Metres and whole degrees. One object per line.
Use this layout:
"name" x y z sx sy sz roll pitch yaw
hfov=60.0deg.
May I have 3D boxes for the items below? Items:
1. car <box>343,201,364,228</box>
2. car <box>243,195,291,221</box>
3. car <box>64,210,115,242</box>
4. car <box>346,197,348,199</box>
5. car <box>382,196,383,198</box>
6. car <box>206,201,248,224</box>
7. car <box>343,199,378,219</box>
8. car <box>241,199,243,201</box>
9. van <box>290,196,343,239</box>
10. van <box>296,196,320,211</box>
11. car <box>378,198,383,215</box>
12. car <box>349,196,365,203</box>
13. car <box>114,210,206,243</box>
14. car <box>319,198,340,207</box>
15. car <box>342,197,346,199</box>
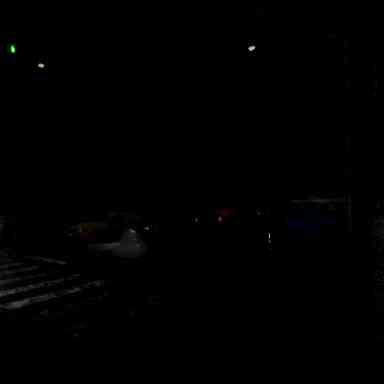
"car" 9.230 1.469 20.930 1.947 1.339 4.313 -2 -1 37
"car" 6.700 1.260 27.344 2.150 2.045 5.566 -2 -1 37
"car" -4.179 1.662 17.253 1.752 1.417 4.829 -2 -1 37
"car" 24.358 1.567 55.354 1.752 1.417 4.829 -2 -1 37
"car" 18.964 1.420 33.930 2.008 1.369 4.403 -2 -1 37
"car" 2.270 1.656 25.854 1.887 1.381 4.507 -2 -1 37
"car" 12.474 1.436 25.264 1.887 1.381 4.507 -2 -1 37
"car" 5.436 1.415 30.091 2.192 1.841 5.009 -2 -1 37
"van" 5.982 1.256 16.600 1.690 1.788 3.998 -2 -1 37
"van" 14.946 1.410 42.791 1.690 1.788 3.998 -2 -1 37
"car" 15.720 1.462 29.597 1.802 1.307 4.206 -2 -1 37
"car" 33.548 1.569 67.626 2.008 1.369 4.403 -2 -1 37
"car" -1.447 1.633 16.452 1.994 1.385 4.181 -2 -1 37
"car" 21.290 1.616 51.255 1.947 1.339 4.313 -2 -1 37
"car" 16.908 1.480 40.863 1.882 1.535 5.008 -2 -1 37
